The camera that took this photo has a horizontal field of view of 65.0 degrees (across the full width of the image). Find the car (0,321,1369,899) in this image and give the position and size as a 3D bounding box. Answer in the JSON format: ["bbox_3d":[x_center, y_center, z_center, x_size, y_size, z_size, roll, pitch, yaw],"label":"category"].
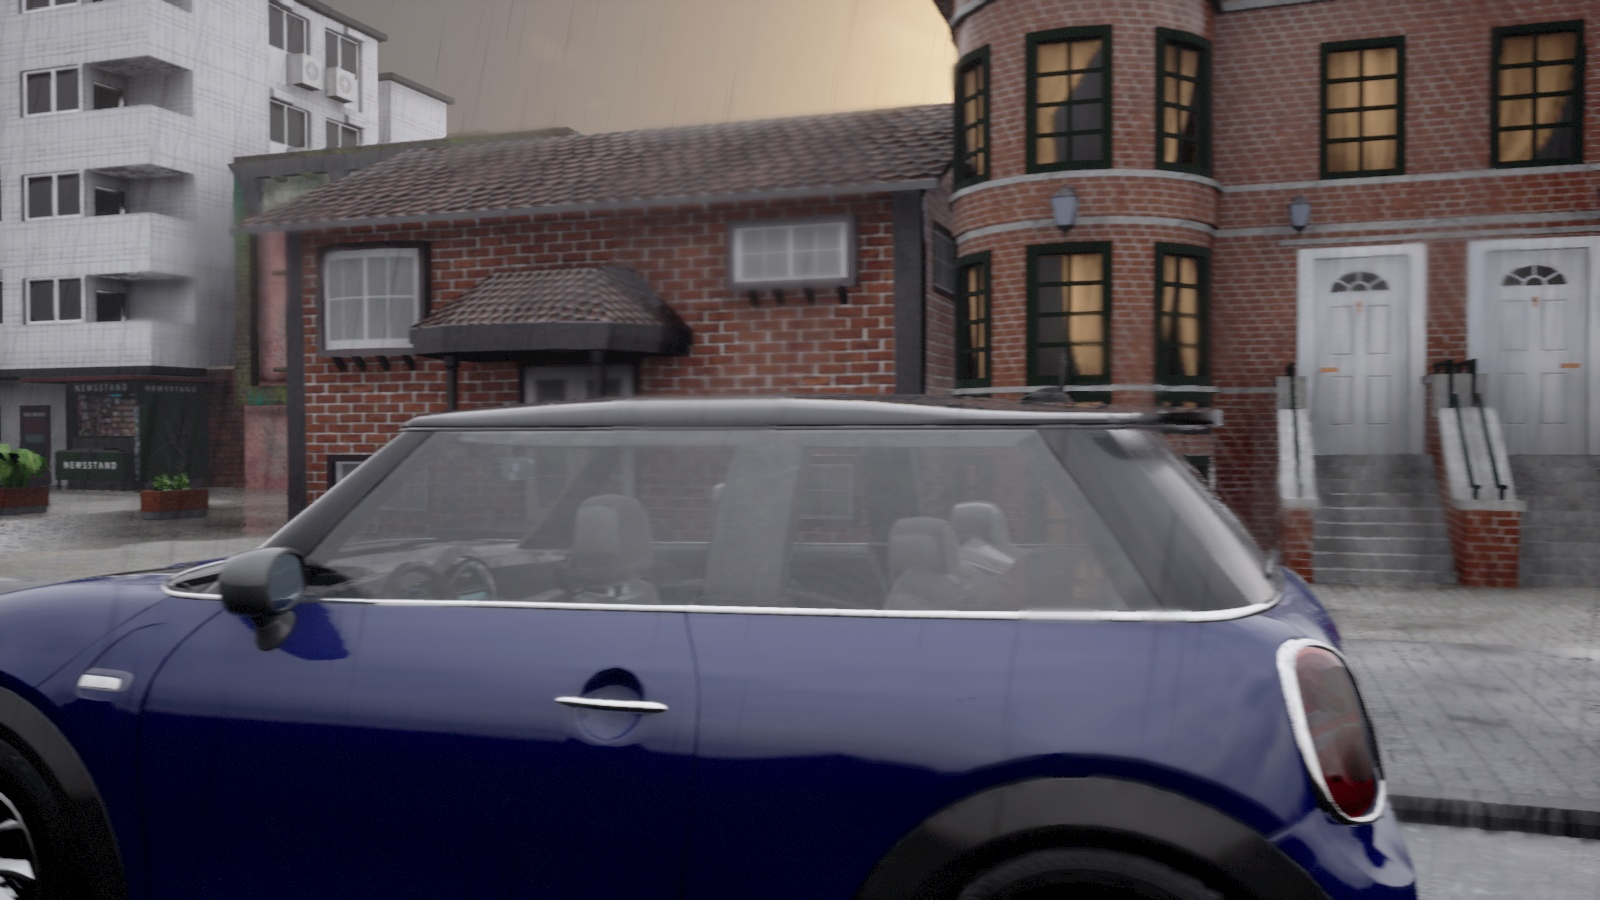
[{"bbox_3d":[-0.803,0.618,3.990,4.553,1.767,2.097,1,1,19],"label":"car"}]
